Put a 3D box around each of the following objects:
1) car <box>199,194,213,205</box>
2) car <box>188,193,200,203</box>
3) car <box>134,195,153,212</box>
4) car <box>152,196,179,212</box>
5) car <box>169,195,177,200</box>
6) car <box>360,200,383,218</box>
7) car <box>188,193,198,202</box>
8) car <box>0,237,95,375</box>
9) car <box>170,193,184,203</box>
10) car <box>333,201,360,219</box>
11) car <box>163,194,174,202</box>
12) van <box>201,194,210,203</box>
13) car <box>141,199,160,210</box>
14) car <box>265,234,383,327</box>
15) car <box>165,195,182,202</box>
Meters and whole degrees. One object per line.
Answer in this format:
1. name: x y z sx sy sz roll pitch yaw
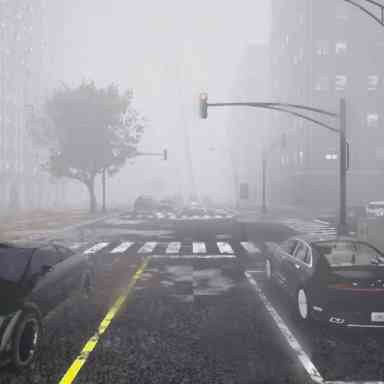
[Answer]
1. car: 2.865 1.611 61.420 1.947 1.339 4.313 0 0 0
2. car: 0.298 1.407 68.736 2.097 1.767 4.553 0 0 0
3. car: -5.580 1.336 39.353 2.192 1.841 5.009 0 0 0
4. car: -2.991 1.568 38.637 2.033 1.411 5.357 0 0 0
5. car: -5.421 1.654 94.582 2.008 1.369 4.403 0 0 0
6. car: 15.503 0.994 23.752 5.566 2.045 2.150 -1 0 0
7. car: 0.226 1.298 78.892 2.150 2.045 5.566 0 0 0
8. car: -3.085 1.565 5.511 1.994 1.385 4.181 0 0 0
9. car: -2.809 1.278 68.775 2.150 2.045 5.566 0 0 0
10. car: 13.500 1.350 26.316 4.403 1.369 2.008 -1 1 0
11. car: -5.469 1.386 78.013 2.192 1.841 5.009 0 0 0
12. van: 2.896 1.402 72.466 1.690 1.788 3.998 0 0 0
13. car: -5.564 1.592 44.876 1.947 1.339 4.313 0 0 0
14. car: 2.707 1.551 6.941 2.008 1.369 4.403 0 0 0
15. car: -2.955 1.579 50.611 2.033 1.411 5.357 0 0 0
